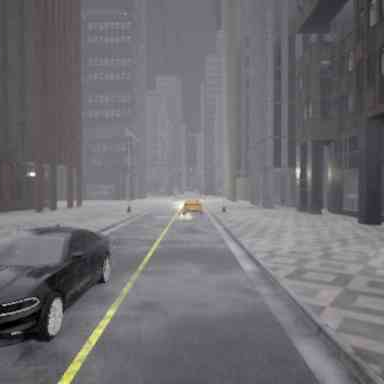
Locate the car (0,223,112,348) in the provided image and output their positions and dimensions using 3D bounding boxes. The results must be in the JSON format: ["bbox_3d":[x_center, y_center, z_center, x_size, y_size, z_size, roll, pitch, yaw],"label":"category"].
[{"bbox_3d":[-3.008,1.473,6.689,1.882,1.535,5.008,0,0,0],"label":"car"}]

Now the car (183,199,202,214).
[{"bbox_3d":[0.060,1.419,34.526,1.882,1.535,5.008,0,0,0],"label":"car"}]
